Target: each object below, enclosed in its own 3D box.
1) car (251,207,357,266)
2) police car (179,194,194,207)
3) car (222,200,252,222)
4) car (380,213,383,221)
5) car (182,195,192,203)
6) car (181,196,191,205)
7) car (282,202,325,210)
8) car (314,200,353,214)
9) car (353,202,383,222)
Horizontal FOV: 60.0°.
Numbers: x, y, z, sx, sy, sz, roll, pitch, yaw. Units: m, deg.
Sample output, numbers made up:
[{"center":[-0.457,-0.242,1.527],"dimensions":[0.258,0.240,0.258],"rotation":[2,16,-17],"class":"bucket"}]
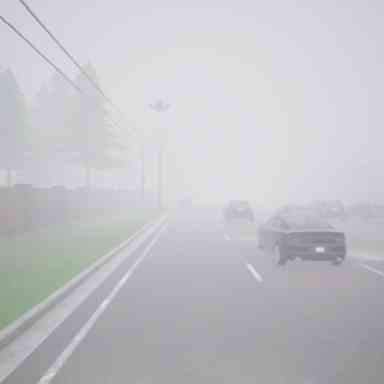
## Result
[{"center":[3.565,1.491,11.699],"dimensions":[1.882,1.535,5.008],"rotation":[0,-1,0],"class":"car"},{"center":[-1.056,1.482,53.734],"dimensions":[1.930,1.638,5.238],"rotation":[0,0,0],"class":"police car"},{"center":[3.563,1.379,26.620],"dimensions":[2.097,1.767,4.553],"rotation":[0,0,0],"class":"car"},{"center":[7.042,1.515,8.300],"dimensions":[1.837,1.490,4.892],"rotation":[0,0,1],"class":"car"},{"center":[-1.058,1.425,69.594],"dimensions":[2.097,1.767,4.553],"rotation":[0,0,0],"class":"car"},{"center":[-1.056,1.593,63.623],"dimensions":[1.812,1.442,4.674],"rotation":[0,0,0],"class":"car"},{"center":[7.039,1.573,23.201],"dimensions":[2.033,1.411,5.357],"rotation":[0,0,1],"class":"car"},{"center":[10.563,1.380,26.622],"dimensions":[2.097,1.767,4.553],"rotation":[0,0,0],"class":"car"},{"center":[14.066,1.522,26.958],"dimensions":[2.128,1.511,4.902],"rotation":[0,0,0],"class":"car"}]
